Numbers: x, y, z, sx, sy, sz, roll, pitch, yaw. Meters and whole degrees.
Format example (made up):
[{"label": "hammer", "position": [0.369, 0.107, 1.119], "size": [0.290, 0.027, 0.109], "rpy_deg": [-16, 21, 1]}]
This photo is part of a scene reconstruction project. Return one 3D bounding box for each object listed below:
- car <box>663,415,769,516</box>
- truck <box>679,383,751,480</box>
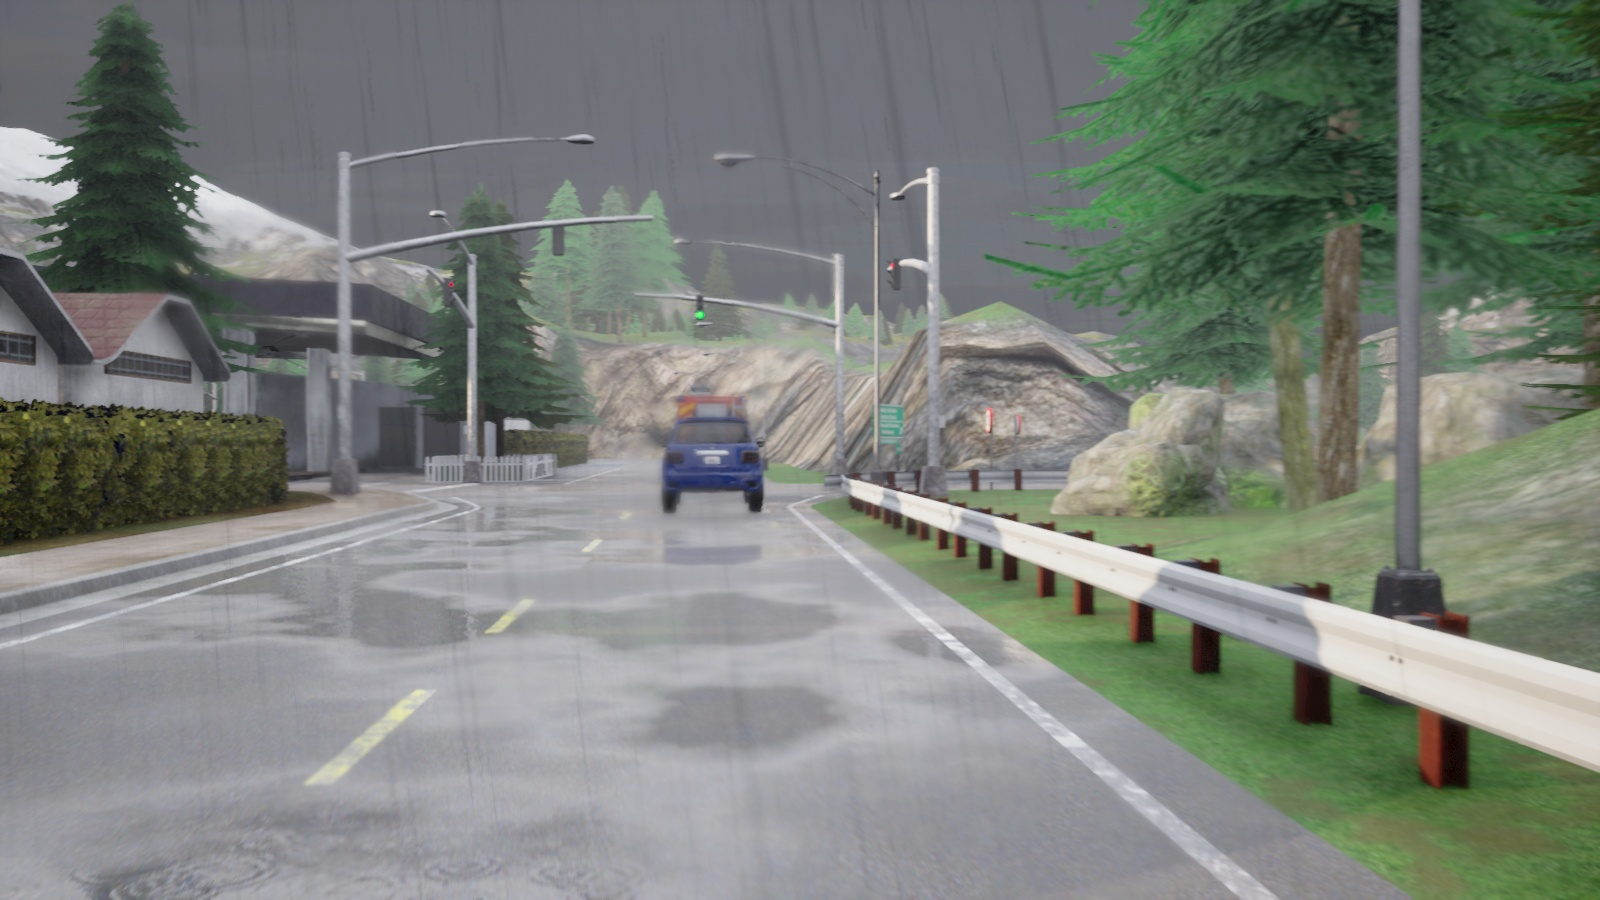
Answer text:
[{"label": "car", "position": [-1.899, 0.288, 28.303], "size": [2.150, 2.045, 5.566], "rpy_deg": [0, 0, -4]}, {"label": "truck", "position": [-3.677, -0.758, 54.272], "size": [2.891, 3.827, 8.468], "rpy_deg": [0, 0, -4]}]
